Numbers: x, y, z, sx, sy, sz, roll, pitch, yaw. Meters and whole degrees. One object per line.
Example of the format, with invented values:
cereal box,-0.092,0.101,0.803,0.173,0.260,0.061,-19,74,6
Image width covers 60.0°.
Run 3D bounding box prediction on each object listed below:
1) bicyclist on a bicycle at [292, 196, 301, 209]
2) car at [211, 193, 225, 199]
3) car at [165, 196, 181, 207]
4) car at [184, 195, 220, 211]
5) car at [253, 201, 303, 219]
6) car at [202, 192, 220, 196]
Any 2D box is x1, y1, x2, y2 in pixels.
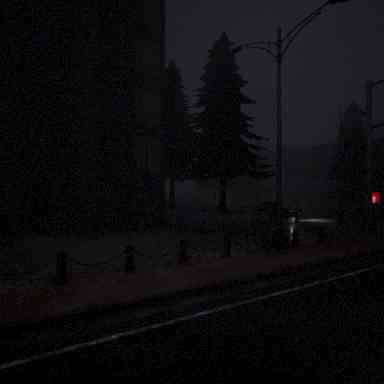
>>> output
bicyclist on a bicycle,11.472,1.316,36.639,1.656,1.620,0.582,0,0,-37
car,7.253,1.092,94.506,1.905,1.878,3.866,0,0,-37
car,-3.591,1.616,50.451,1.895,1.301,4.718,0,0,-34
car,1.330,1.493,37.662,1.882,1.535,5.008,0,0,-37
car,7.535,1.541,29.475,1.812,1.442,4.674,0,0,-38
car,5.165,1.113,92.444,1.932,1.855,4.605,0,0,-37
